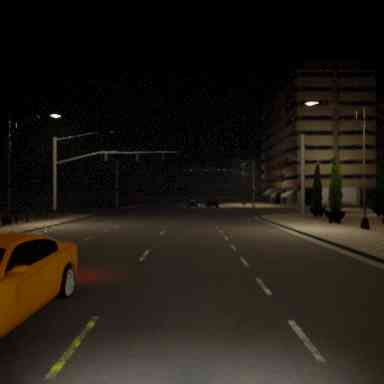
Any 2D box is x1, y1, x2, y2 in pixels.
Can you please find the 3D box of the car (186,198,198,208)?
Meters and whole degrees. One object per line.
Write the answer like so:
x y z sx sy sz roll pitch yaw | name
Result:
0.001 2.008 57.113 1.895 1.301 4.718 0 0 0 | car

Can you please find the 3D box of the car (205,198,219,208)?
3.501 1.881 56.676 1.882 1.535 5.008 0 0 0 | car

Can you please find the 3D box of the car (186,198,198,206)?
0.070 1.966 67.080 2.128 1.511 4.902 0 0 5 | car

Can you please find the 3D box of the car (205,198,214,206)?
3.569 1.997 67.050 1.812 1.442 4.674 0 0 5 | car

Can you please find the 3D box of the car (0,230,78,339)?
-3.586 1.519 5.775 1.882 1.535 5.008 0 -1 0 | car
